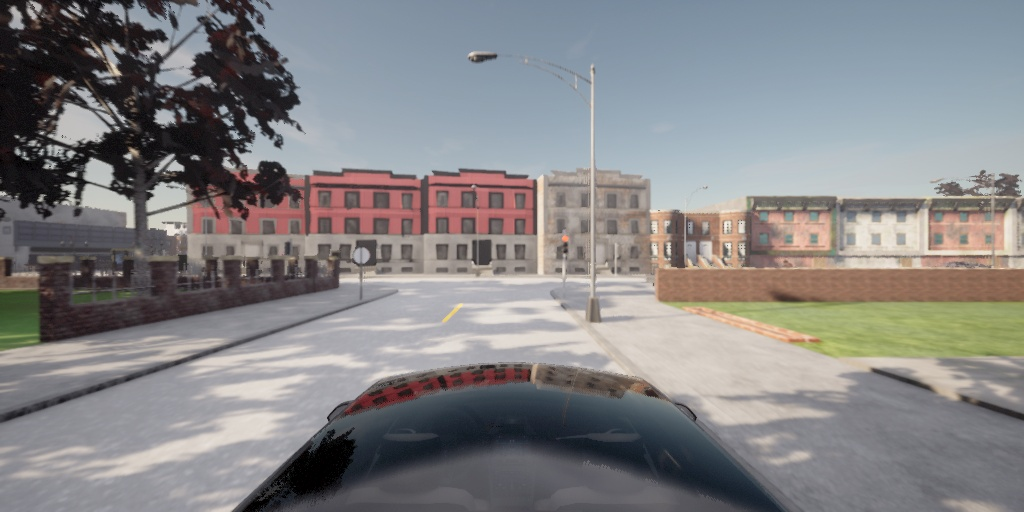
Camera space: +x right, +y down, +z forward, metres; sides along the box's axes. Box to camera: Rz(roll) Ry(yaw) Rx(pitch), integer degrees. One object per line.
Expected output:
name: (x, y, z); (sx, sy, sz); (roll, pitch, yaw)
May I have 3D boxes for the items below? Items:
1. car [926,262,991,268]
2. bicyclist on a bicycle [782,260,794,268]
car: (38.163, 1.234, 30.851); (4.902, 1.511, 2.128); (0, 0, 0)
bicyclist on a bicycle: (17.306, 1.084, 22.493); (0.582, 1.620, 1.656); (0, 0, 0)
